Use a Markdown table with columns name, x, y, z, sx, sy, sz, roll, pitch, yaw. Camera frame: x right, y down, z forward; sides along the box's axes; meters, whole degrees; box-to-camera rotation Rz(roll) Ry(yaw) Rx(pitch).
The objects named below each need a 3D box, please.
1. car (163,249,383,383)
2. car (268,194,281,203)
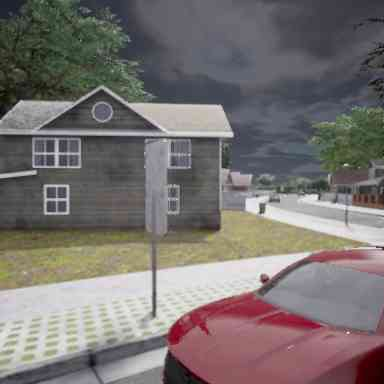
| name | x | y | z | sx | sy | sz | roll | pitch | yaw |
| --- | --- | --- | --- | --- | --- | --- | --- | --- | --- |
| car | 2.057 | 1.509 | 4.083 | 5.008 | 1.535 | 1.882 | 0 | -1 | -32 |
| car | 14.512 | 1.073 | 58.458 | 1.837 | 1.490 | 4.892 | 0 | 1 | 12 |
